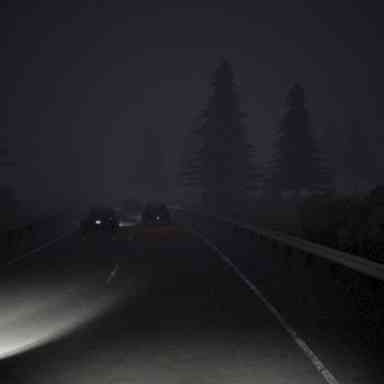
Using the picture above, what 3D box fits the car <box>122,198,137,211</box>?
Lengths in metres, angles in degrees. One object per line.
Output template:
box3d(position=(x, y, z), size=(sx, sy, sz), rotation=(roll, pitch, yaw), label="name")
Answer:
box3d(position=(-7.618, 1.525, 41.482), size=(1.882, 1.535, 5.008), rotation=(0, 0, -19), label="car")

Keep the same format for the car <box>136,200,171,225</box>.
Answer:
box3d(position=(-2.720, 1.514, 24.333), size=(2.128, 1.511, 4.902), rotation=(0, 0, -11), label="car")

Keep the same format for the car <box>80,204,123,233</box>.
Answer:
box3d(position=(-5.398, 1.591, 19.869), size=(1.994, 1.385, 4.181), rotation=(0, 0, -10), label="car")
